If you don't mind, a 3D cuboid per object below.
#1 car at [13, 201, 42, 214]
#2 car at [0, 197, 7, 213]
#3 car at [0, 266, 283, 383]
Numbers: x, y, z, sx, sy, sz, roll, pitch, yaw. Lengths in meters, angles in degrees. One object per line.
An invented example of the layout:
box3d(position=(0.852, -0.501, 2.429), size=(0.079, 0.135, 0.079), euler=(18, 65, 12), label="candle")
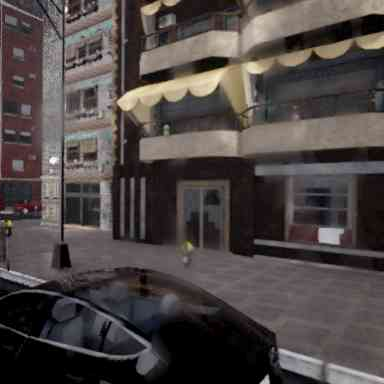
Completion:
box3d(position=(-17.519, 1.658, 37.009), size=(1.887, 1.381, 4.507), euler=(0, -1, 35), label="car")
box3d(position=(-20.810, 1.325, 32.366), size=(2.192, 1.841, 5.009), euler=(0, -1, 35), label="car")
box3d(position=(-1.176, 1.543, 3.713), size=(4.313, 1.339, 1.947), euler=(1, 1, 35), label="car")
